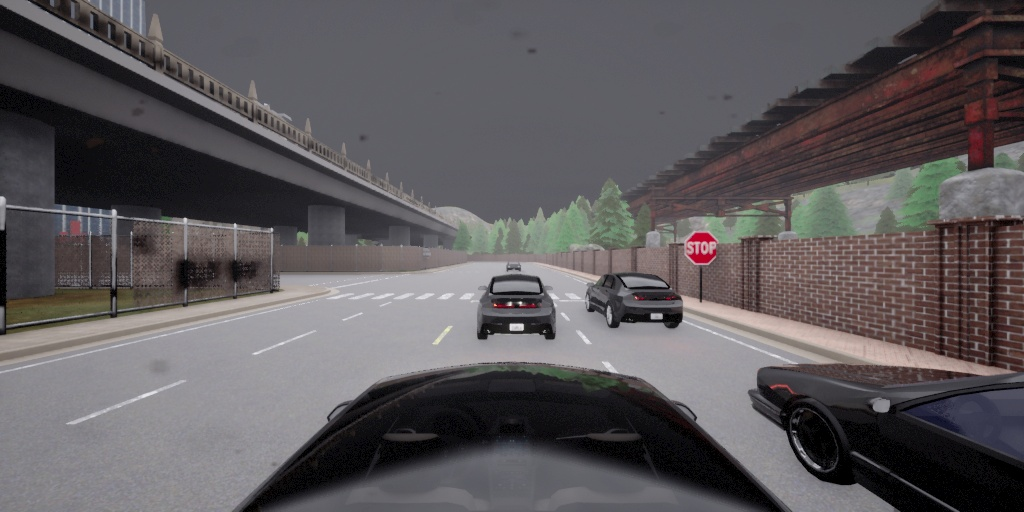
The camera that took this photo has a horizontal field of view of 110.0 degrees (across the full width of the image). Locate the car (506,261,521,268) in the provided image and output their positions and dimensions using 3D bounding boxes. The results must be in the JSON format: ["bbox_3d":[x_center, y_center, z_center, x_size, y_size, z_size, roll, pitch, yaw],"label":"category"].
[{"bbox_3d":[0.205,1.351,46.264,1.895,1.301,4.718,0,0,-1],"label":"car"}]

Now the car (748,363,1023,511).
[{"bbox_3d":[3.600,1.297,1.588,2.033,1.411,5.357,0,0,0],"label":"car"}]

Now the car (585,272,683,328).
[{"bbox_3d":[3.605,1.255,11.334,1.837,1.490,4.892,0,0,0],"label":"car"}]

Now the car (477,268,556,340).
[{"bbox_3d":[0.103,1.255,9.977,1.837,1.490,4.892,0,0,0],"label":"car"}]
